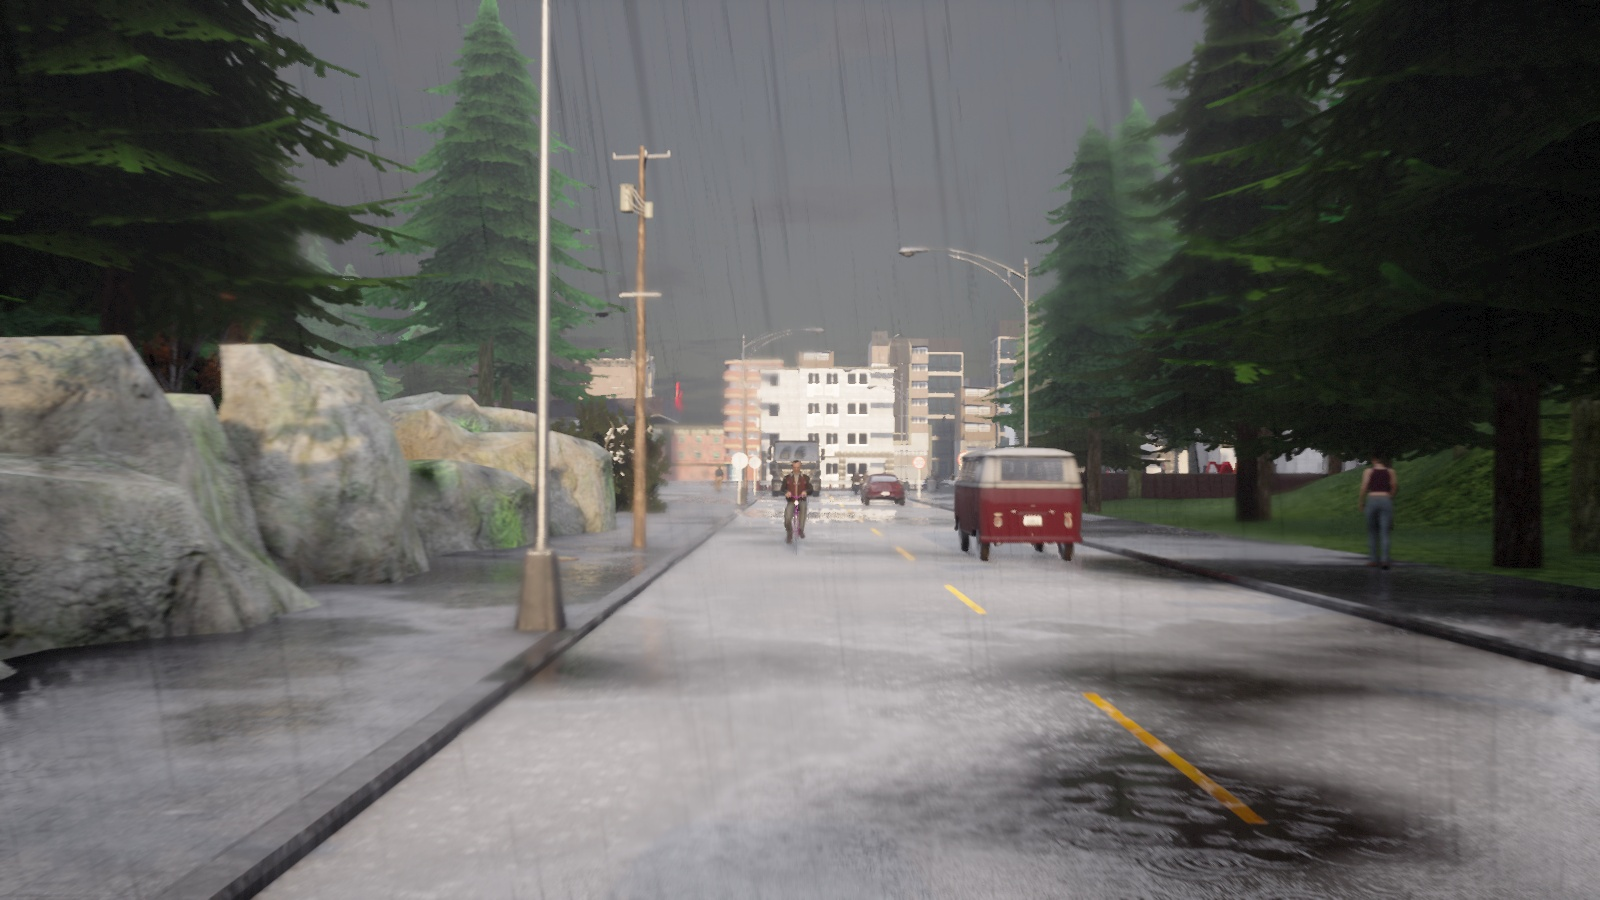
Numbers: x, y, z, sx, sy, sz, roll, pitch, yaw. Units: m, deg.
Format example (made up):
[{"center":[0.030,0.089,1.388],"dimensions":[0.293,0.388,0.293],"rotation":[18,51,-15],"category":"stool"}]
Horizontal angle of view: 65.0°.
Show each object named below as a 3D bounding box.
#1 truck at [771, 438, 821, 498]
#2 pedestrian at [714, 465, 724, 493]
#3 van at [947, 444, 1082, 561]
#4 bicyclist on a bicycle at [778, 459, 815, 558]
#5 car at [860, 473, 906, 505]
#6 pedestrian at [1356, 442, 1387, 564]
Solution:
[{"center":[-0.252,1.089,76.827],"dimensions":[2.891,3.462,7.936],"rotation":[0,-1,-1],"category":"truck"},{"center":[-5.257,1.883,81.879],"dimensions":[0.540,1.848,0.694],"rotation":[0,-1,-12],"category":"pedestrian"},{"center":[3.941,0.939,23.752],"dimensions":[1.775,1.987,4.442],"rotation":[0,-1,0],"category":"van"},{"center":[-0.058,1.069,23.470],"dimensions":[0.659,1.776,1.843],"rotation":[0,-1,0],"category":"bicyclist on a bicycle"},{"center":[3.839,1.785,58.741],"dimensions":[1.812,1.442,4.674],"rotation":[0,-1,0],"category":"car"},{"center":[8.796,0.805,19.340],"dimensions":[0.345,1.836,0.594],"rotation":[-1,-1,17],"category":"pedestrian"}]
